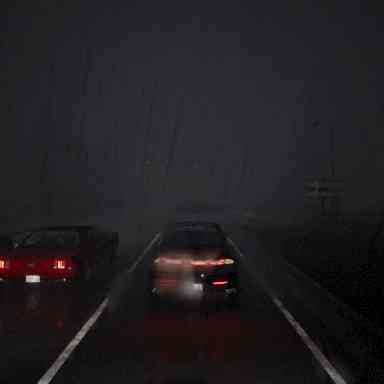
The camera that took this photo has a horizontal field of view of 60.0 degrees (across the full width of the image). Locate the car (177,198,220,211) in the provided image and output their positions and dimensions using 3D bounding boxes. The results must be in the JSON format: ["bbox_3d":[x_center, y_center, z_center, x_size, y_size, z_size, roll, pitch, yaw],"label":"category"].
[{"bbox_3d":[0.756,1.477,39.268,5.008,1.535,1.882,0,0,-1],"label":"car"}]

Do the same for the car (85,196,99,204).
[{"bbox_3d":[-18.493,1.477,62.128,1.882,1.535,5.008,0,0,0],"label":"car"}]

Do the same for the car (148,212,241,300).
[{"bbox_3d":[0.058,1.492,8.366,2.128,1.511,4.902,0,0,0],"label":"car"}]

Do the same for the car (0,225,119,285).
[{"bbox_3d":[-3.434,1.601,9.452,1.895,1.301,4.718,0,0,0],"label":"car"}]

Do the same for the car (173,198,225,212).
[{"bbox_3d":[0.707,1.491,32.267,4.902,1.511,2.128,0,0,-1],"label":"car"}]

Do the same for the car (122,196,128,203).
[{"bbox_3d":[-14.992,1.552,71.552,1.994,1.385,4.181,0,0,0],"label":"car"}]

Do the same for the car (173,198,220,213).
[{"bbox_3d":[0.456,1.477,35.764,5.008,1.535,1.882,0,0,-1],"label":"car"}]

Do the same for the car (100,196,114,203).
[{"bbox_3d":[-18.492,1.524,72.229,1.812,1.442,4.674,0,0,0],"label":"car"}]

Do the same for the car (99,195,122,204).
[{"bbox_3d":[-14.995,1.352,61.514,2.097,1.767,4.553,0,0,0],"label":"car"}]
